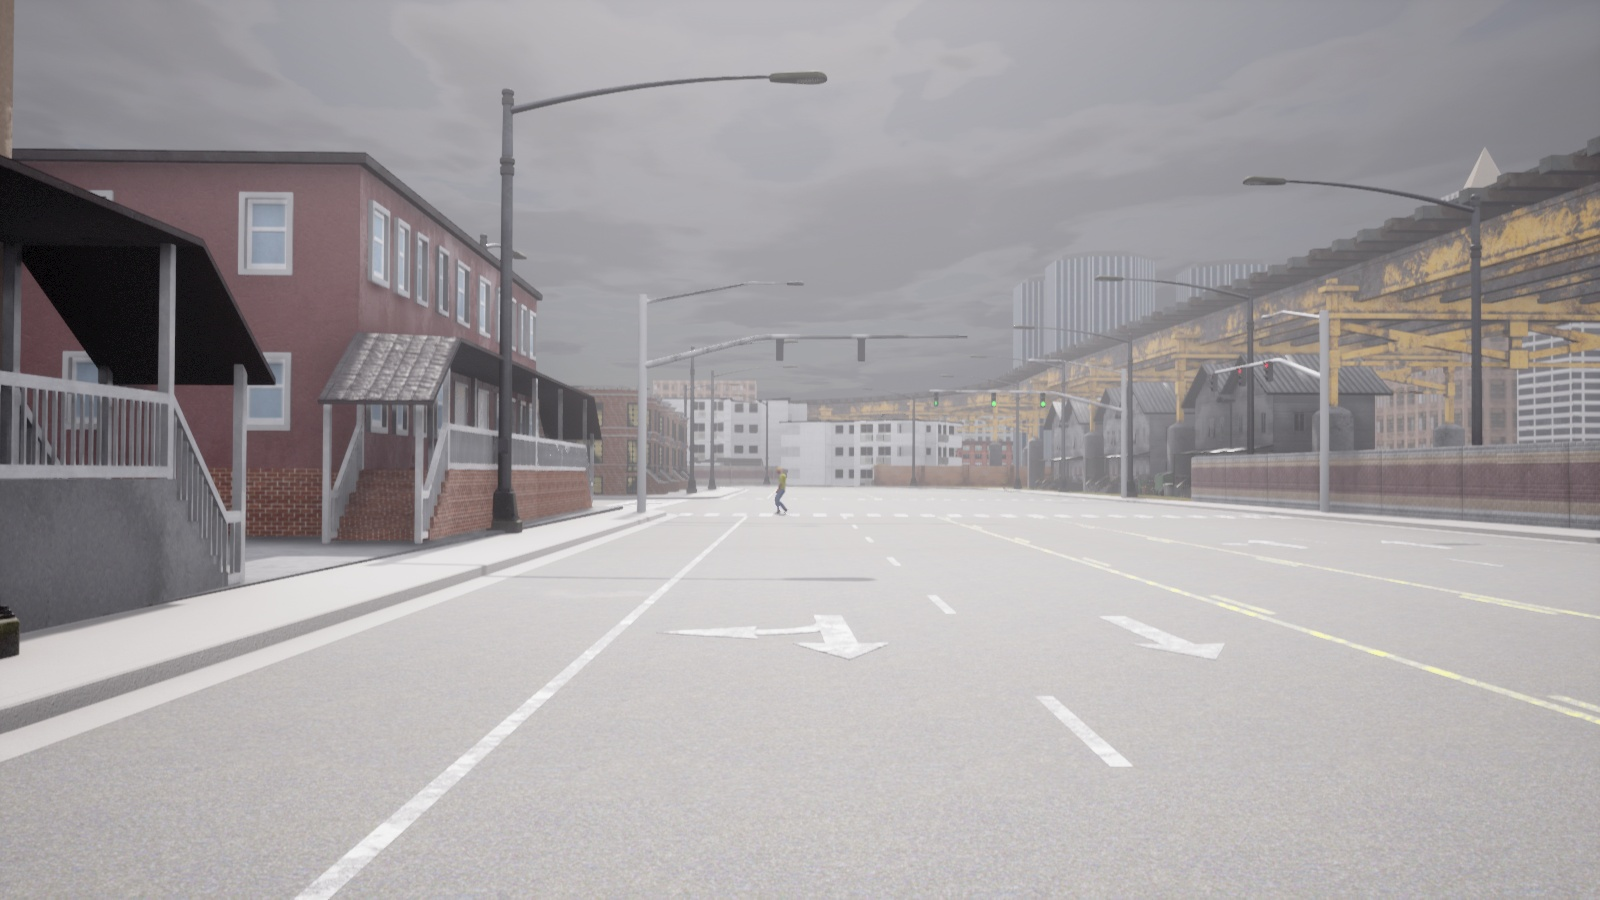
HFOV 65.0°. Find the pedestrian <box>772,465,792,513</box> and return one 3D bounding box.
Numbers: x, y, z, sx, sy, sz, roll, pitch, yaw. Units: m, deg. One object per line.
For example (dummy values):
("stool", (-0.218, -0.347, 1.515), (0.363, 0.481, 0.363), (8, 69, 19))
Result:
("pedestrian", (-0.674, 1.482, 47.621), (0.706, 1.836, 0.354), (0, -1, 8))
